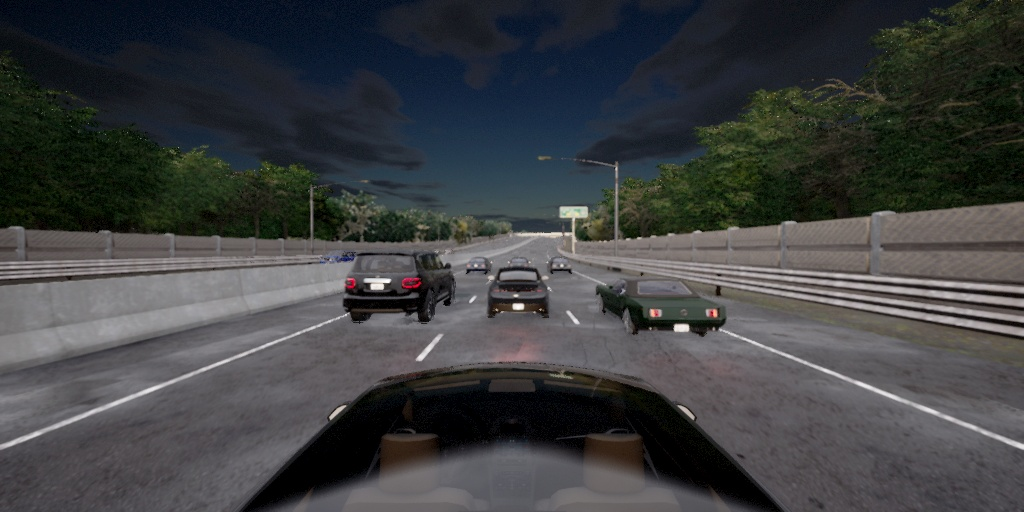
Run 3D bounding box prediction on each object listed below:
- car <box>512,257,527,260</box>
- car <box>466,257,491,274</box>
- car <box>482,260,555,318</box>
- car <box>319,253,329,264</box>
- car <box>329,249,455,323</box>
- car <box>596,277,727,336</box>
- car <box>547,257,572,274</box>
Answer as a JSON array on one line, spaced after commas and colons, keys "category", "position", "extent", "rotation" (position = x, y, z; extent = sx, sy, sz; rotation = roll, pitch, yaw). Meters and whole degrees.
[{"category": "car", "position": [0.636, 0.811, 31.578], "extent": [2.033, 1.411, 5.357], "rotation": [0, 1, 2]}, {"category": "car", "position": [-2.859, 0.807, 31.711], "extent": [2.033, 1.411, 5.357], "rotation": [0, 1, 2]}, {"category": "car", "position": [0.211, 1.085, 12.231], "extent": [1.837, 1.490, 4.892], "rotation": [0, 1, 1]}, {"category": "car", "position": [-20.198, 0.303, 41.965], "extent": [2.150, 2.045, 5.566], "rotation": [0, 1, 2]}, {"category": "car", "position": [-3.302, 0.810, 11.564], "extent": [2.150, 2.045, 5.566], "rotation": [0, 1, 1]}, {"category": "car", "position": [3.676, 1.218, 9.910], "extent": [1.895, 1.301, 4.718], "rotation": [0, 1, 1]}, {"category": "car", "position": [4.143, 0.811, 31.745], "extent": [2.033, 1.411, 5.357], "rotation": [0, 1, 2]}]
